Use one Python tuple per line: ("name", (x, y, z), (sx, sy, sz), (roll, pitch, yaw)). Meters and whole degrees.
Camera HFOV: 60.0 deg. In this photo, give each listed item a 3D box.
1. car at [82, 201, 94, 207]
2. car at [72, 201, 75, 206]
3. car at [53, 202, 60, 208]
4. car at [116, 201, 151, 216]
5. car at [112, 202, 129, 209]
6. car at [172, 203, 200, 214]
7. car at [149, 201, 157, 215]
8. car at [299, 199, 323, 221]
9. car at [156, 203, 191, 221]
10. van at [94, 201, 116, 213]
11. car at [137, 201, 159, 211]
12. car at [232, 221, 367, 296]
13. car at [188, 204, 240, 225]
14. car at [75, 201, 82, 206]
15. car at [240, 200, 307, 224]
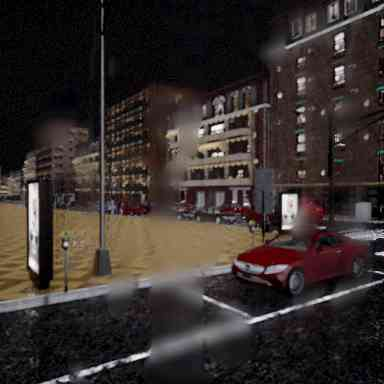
("car", (-23.797, 2.699, 78.601), (1.967, 1.590, 4.097), (-1, 0, -36))
("car", (-30.329, 2.968, 87.621), (1.887, 1.381, 4.507), (-1, 0, -36))
("car", (-30.581, 2.821, 73.685), (2.008, 1.369, 4.403), (-1, 0, -36))
("car", (-7.362, 2.231, 41.490), (1.887, 1.381, 4.507), (-1, 0, -36))
("car", (-13.992, 2.595, 65.070), (1.802, 1.307, 4.206), (-1, 0, -36))
("car", (-0.859, 2.268, 47.077), (1.802, 1.307, 4.206), (-1, 0, -36))
("car", (-5.116, 2.245, 42.985), (1.994, 1.385, 4.181), (0, -1, -36))
("car", (8.733, 1.619, 29.399), (2.150, 2.045, 5.566), (0, -1, -37))
("car", (-1.281, 2.085, 33.018), (2.008, 1.369, 4.403), (-1, 0, -36))
("van", (-12.284, 2.152, 48.375), (1.690, 1.788, 3.998), (-1, 0, -36))
("car", (-7.457, 2.289, 56.053), (1.967, 1.590, 4.097), (-1, 0, -36))
("car", (2.936, 1.628, 8.663), (4.206, 1.307, 1.802), (0, -1, -35))
("car", (1.987, 2.004, 28.508), (2.008, 1.369, 4.403), (-1, 0, -36))
("car", (-27.061, 2.907, 83.110), (1.947, 1.339, 4.313), (-1, 0, -36))
("car", (6.509, 1.744, 26.920), (2.097, 1.767, 4.553), (0, -1, -36))
